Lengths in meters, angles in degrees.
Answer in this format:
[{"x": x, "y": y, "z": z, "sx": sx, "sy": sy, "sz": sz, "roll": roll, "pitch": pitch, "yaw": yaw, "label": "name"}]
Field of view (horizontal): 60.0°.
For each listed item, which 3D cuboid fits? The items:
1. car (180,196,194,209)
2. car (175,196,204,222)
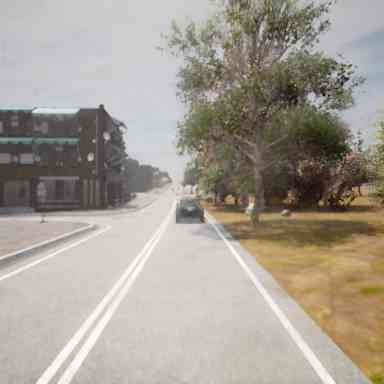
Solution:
[{"x": -0.717, "y": 1.336, "z": 44.049, "sx": 1.837, "sy": 1.490, "sz": 4.892, "roll": 0, "pitch": 1, "yaw": -2, "label": "car"}, {"x": -0.194, "y": 1.283, "z": 25.756, "sx": 2.097, "sy": 1.767, "sz": 4.553, "roll": 0, "pitch": 0, "yaw": -1, "label": "car"}]
